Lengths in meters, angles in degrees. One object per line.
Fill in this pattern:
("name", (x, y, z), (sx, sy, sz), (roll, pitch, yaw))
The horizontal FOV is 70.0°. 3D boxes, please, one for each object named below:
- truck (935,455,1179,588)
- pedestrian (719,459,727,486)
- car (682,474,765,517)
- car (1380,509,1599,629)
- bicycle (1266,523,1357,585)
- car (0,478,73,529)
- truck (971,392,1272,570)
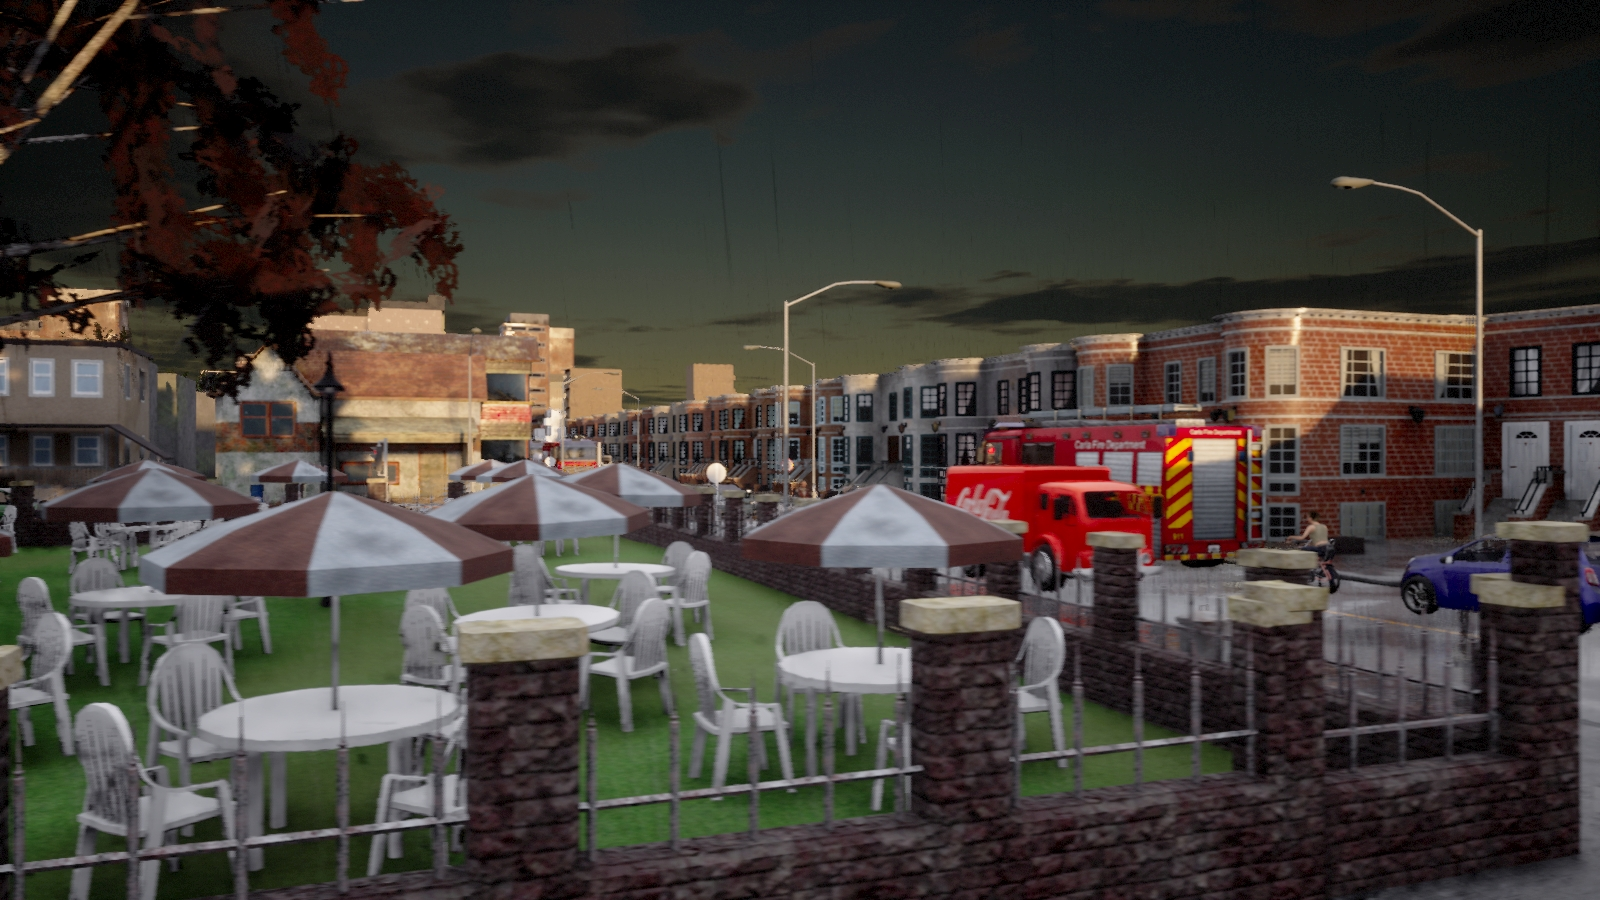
("truck", (5.230, 1.344, 24.210), (2.627, 2.467, 5.204), (0, 0, -20))
("pedestrian", (-5.199, 1.522, 77.114), (0.375, 1.860, 0.375), (0, 0, -26))
("car", (-3.216, 1.815, 46.952), (2.038, 1.542, 4.974), (0, 0, -20))
("car", (11.554, 1.814, 18.421), (1.845, 1.501, 3.633), (0, 0, -20))
("bicycle", (10.077, 2.032, 22.560), (0.859, 1.080, 1.487), (0, 0, -19))
("car", (-26.749, 1.784, 38.037), (3.988, 1.617, 1.851), (0, 0, -20))
("truck", (7.733, 0.666, 29.103), (2.891, 3.827, 8.468), (0, 0, -21))
